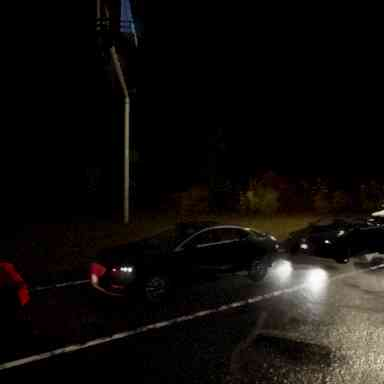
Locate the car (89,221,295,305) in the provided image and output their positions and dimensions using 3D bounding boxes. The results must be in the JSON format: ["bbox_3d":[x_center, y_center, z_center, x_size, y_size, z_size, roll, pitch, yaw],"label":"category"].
[{"bbox_3d":[0.028,1.495,8.173,4.902,1.511,2.128,0,0,-35],"label":"car"}]

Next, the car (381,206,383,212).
[{"bbox_3d":[10.526,1.221,15.581,5.566,2.045,2.150,0,0,-34],"label":"car"}]

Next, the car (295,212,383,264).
[{"bbox_3d":[5.266,1.566,11.870,4.181,1.385,1.994,0,0,-34],"label":"car"}]

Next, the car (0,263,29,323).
[{"bbox_3d":[-5.000,1.605,4.598,4.718,1.301,1.895,0,0,-35],"label":"car"}]
